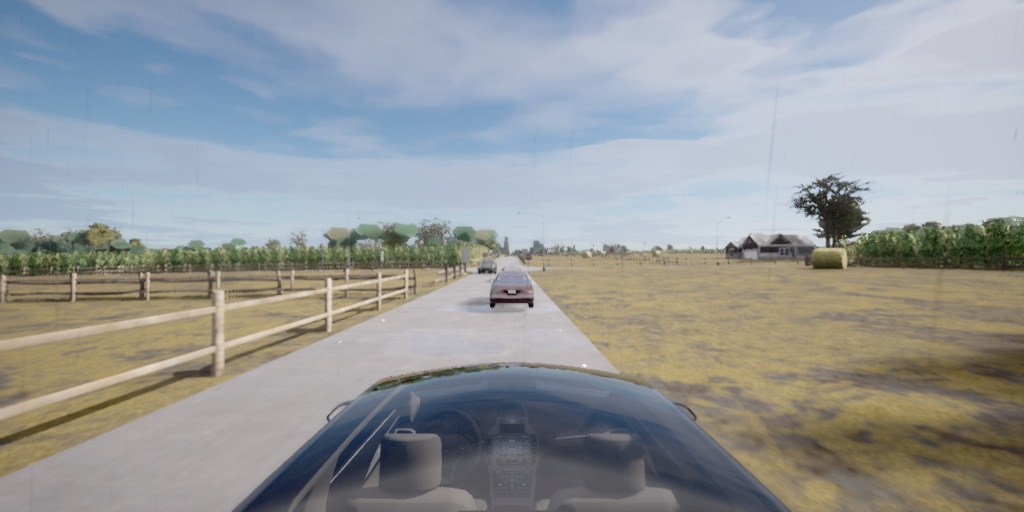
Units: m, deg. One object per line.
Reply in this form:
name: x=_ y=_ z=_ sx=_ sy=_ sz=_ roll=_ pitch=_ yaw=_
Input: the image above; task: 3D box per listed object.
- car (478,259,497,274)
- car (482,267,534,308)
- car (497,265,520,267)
car: x=-2.775 y=1.154 z=41.515 sx=2.097 sy=1.767 sz=4.553 roll=0 pitch=1 yaw=0
car: x=-0.007 y=1.387 z=15.846 sx=2.033 sy=1.411 sz=5.357 roll=0 pitch=0 yaw=0
car: x=-0.015 y=1.463 z=30.962 sx=1.895 sy=1.301 sz=4.718 roll=0 pitch=0 yaw=0
